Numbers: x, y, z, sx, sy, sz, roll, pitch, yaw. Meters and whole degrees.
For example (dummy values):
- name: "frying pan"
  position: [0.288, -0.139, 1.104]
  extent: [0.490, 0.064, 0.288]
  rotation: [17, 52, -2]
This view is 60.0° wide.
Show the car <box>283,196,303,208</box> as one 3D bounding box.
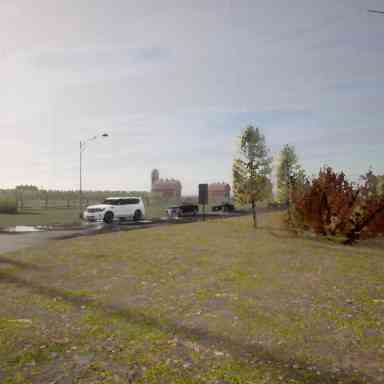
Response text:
- name: "car"
  position: [18.765, 1.783, 61.649]
  extent: [2.150, 2.045, 5.566]
  rotation: [-1, -1, 32]

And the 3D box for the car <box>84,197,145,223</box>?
- name: "car"
  position: [-6.390, 1.452, 28.174]
  extent: [2.150, 2.045, 5.566]
  rotation: [-1, -1, 34]

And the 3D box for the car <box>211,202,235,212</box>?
- name: "car"
  position: [4.283, 1.986, 45.205]
  extent: [1.994, 1.385, 4.181]
  rotation: [-1, -1, 32]

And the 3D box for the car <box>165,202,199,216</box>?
- name: "car"
  position: [-1.057, 1.817, 36.690]
  extent: [2.128, 1.511, 4.902]
  rotation: [-1, -1, 32]

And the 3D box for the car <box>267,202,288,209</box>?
- name: "car"
  position: [13.531, 1.965, 53.126]
  extent: [1.837, 1.490, 4.892]
  rotation: [-1, -1, 32]
